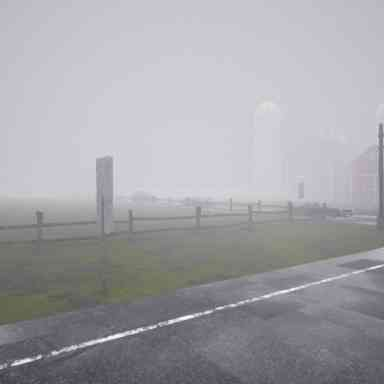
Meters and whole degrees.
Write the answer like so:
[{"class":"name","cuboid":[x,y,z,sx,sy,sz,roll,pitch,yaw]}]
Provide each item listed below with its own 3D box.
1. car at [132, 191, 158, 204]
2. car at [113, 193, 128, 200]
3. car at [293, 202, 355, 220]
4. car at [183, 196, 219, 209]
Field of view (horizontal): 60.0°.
[{"class":"car","cuboid":[-7.523,0.788,52.724,2.150,2.045,5.566,-1,1,-35]},{"class":"car","cuboid":[-14.903,0.922,68.014,2.033,1.411,5.357,-1,1,-36]},{"class":"car","cuboid":[10.669,1.464,27.134,1.895,1.301,4.718,0,1,-32]},{"class":"car","cuboid":[0.979,1.252,40.891,2.033,1.411,5.357,-1,1,-36]}]
